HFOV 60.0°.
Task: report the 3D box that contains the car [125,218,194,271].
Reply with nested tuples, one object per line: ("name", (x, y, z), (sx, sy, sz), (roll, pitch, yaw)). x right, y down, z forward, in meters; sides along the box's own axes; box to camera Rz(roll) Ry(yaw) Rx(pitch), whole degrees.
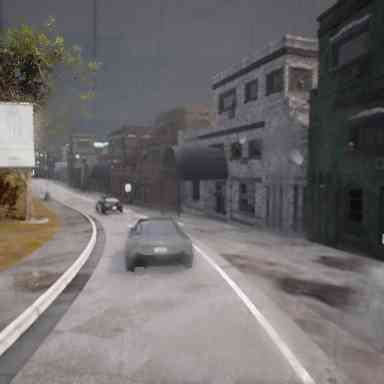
("car", (-1.191, 1.541, 11.016), (1.994, 1.385, 4.181), (-1, 0, -10))

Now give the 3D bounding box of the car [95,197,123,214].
("car", (-7.742, 1.142, 30.894), (1.812, 1.442, 4.674), (-2, 3, -26))
